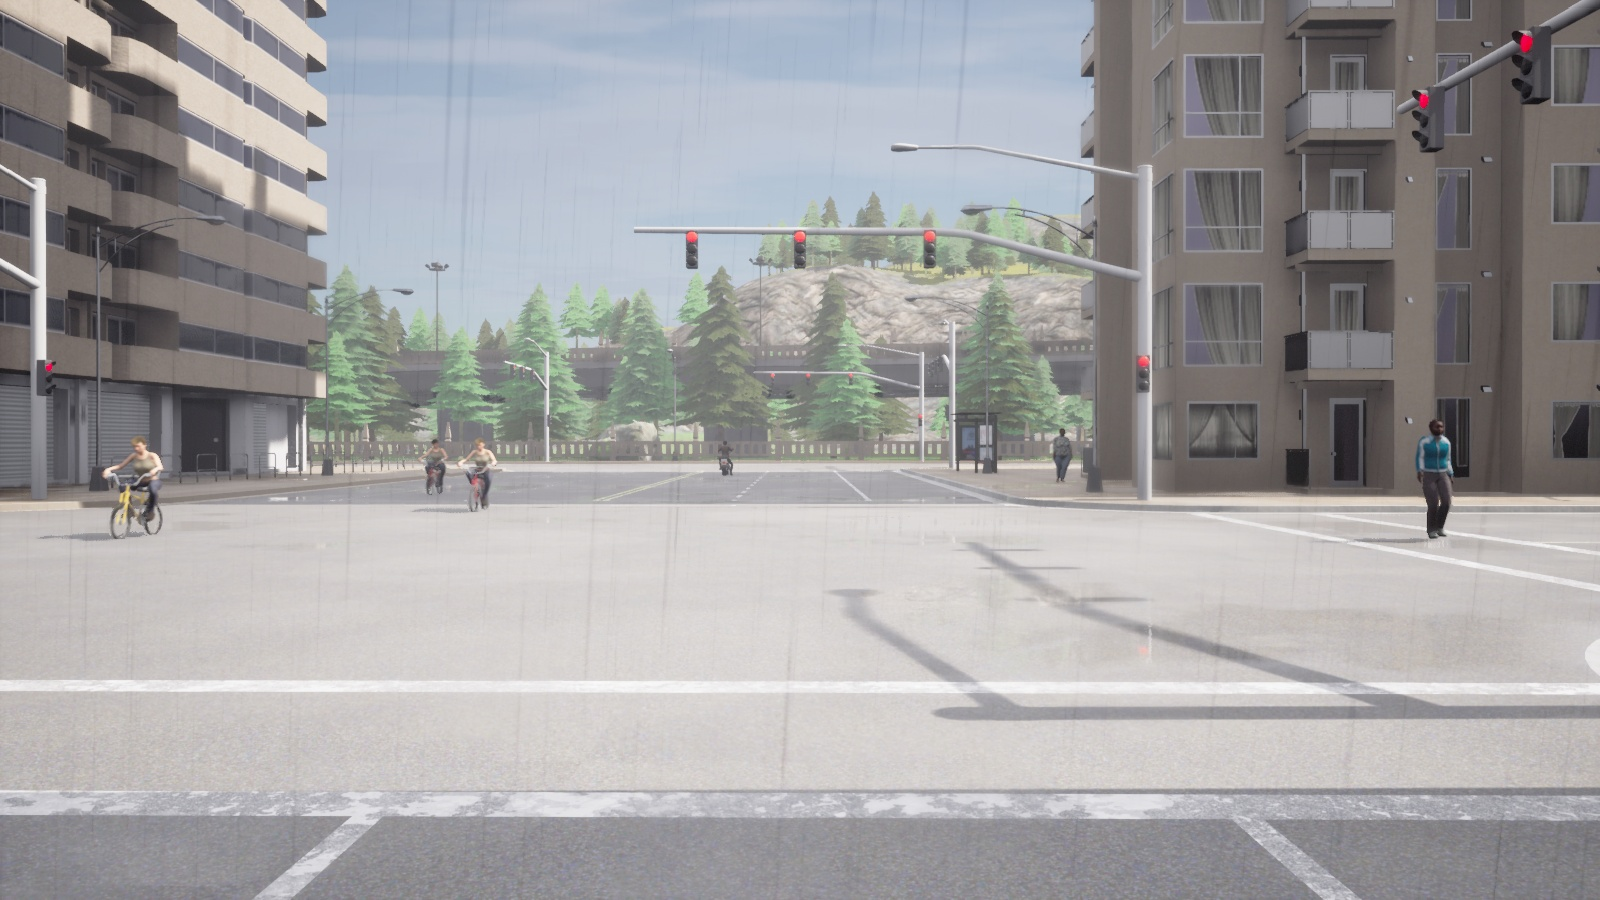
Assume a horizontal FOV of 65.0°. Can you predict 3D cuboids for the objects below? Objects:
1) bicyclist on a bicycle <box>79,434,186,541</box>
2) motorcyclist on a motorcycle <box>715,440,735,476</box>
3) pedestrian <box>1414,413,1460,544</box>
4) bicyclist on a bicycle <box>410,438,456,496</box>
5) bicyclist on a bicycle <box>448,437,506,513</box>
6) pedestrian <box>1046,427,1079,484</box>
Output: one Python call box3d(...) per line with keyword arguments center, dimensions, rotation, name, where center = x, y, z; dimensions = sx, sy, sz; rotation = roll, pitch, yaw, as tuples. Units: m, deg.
box3d(center=(-10.463, 0.563, 19.733), dimensions=(0.866, 1.612, 1.509), rotation=(0, 0, 0), name="bicyclist on a bicycle")
box3d(center=(-3.437, 0.367, 57.900), dimensions=(0.766, 1.649, 2.350), rotation=(0, 0, 0), name="motorcyclist on a motorcycle")
box3d(center=(9.513, 0.417, 18.769), dimensions=(0.396, 1.930, 0.692), rotation=(0, 0, 8), name="pedestrian")
box3d(center=(-10.460, 0.472, 35.864), dimensions=(0.866, 1.612, 1.509), rotation=(0, 0, 0), name="bicyclist on a bicycle")
box3d(center=(-6.967, 0.524, 27.180), dimensions=(0.866, 1.612, 1.509), rotation=(0, 0, 0), name="bicyclist on a bicycle")
box3d(center=(8.714, 0.177, 41.732), dimensions=(0.874, 1.855, 0.900), rotation=(0, 0, -4), name="pedestrian")
